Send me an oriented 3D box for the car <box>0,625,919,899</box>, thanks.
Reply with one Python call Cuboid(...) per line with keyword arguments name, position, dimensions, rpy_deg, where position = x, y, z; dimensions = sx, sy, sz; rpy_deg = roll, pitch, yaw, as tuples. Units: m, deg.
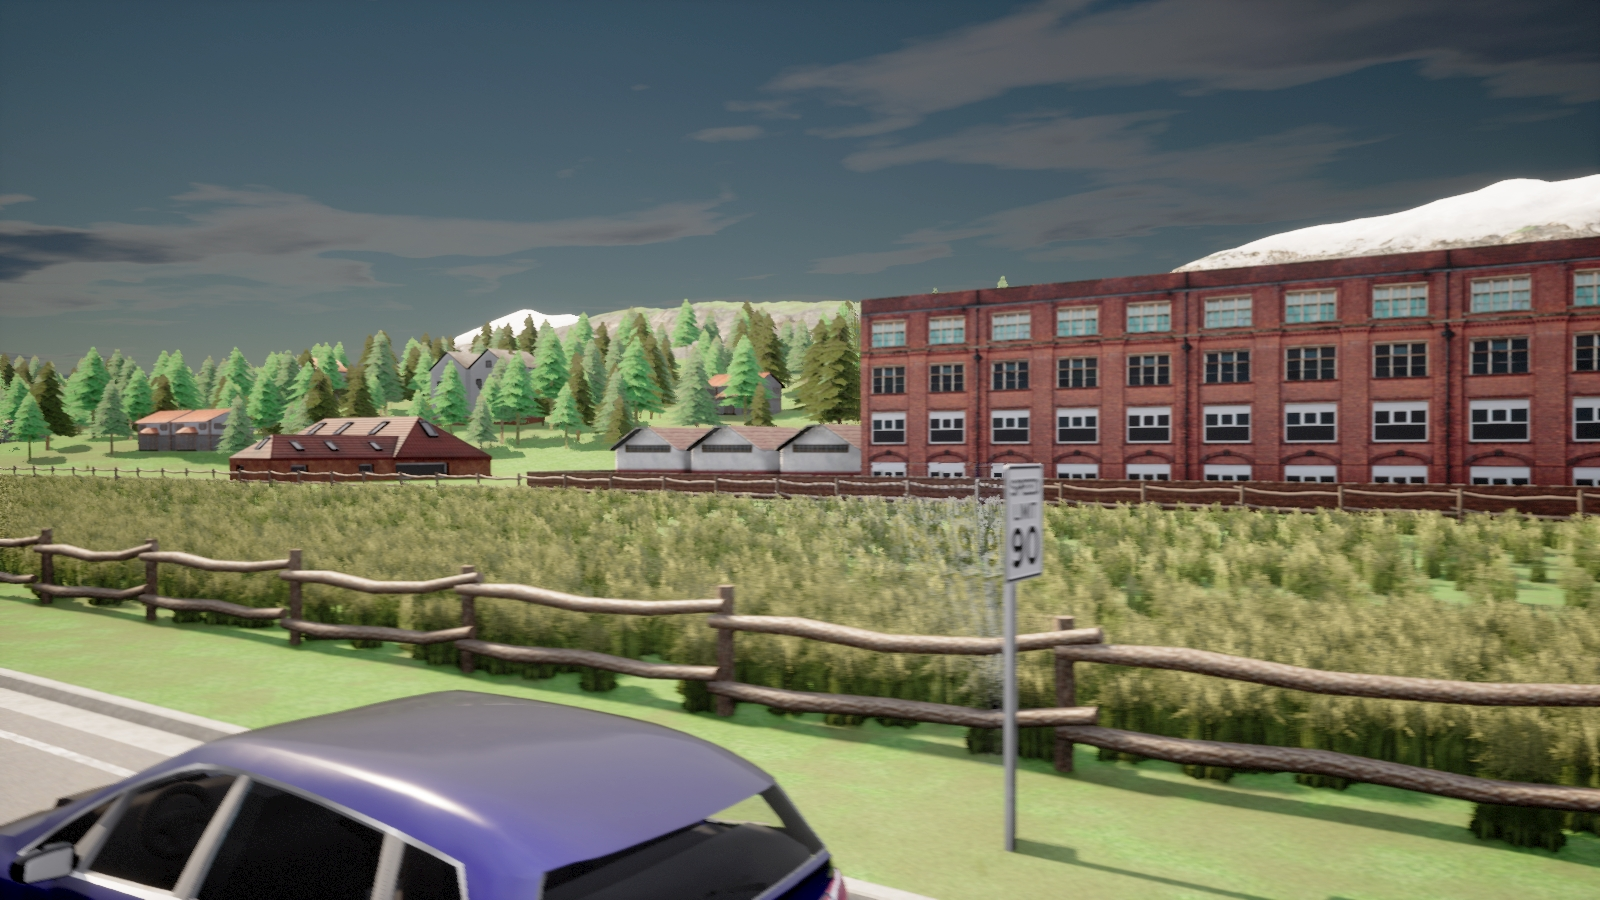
Cuboid(name="car", position=(-2.034, 1.970, 5.210), dimensions=(4.611, 1.667, 2.242), rpy_deg=(0, 0, 34))
